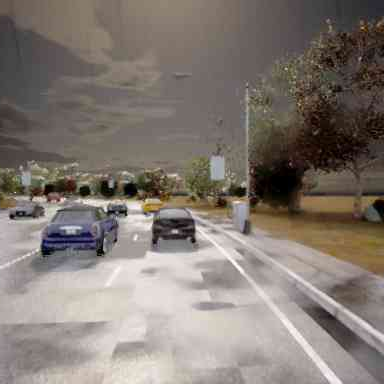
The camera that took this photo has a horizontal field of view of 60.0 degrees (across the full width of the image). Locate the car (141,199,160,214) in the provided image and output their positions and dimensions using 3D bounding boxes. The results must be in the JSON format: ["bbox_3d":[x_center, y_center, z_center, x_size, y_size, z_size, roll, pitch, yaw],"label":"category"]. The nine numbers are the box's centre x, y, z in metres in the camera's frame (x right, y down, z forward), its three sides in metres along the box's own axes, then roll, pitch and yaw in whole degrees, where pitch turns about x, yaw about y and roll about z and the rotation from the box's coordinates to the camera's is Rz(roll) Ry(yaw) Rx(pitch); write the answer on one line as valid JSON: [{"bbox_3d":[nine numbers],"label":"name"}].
[{"bbox_3d":[-4.092,1.403,33.989,1.882,1.535,5.008,0,0,-13],"label":"car"}]

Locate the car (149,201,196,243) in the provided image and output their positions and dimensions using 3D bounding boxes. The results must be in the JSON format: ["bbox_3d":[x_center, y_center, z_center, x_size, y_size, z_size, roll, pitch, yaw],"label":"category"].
[{"bbox_3d":[-0.953,1.441,15.892,1.882,1.535,5.008,0,0,-6],"label":"car"}]

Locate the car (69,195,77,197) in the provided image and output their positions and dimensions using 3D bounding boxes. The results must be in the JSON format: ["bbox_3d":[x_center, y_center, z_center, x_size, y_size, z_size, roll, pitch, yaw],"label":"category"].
[{"bbox_3d":[-24.250,1.384,67.694,1.994,1.385,4.181,0,0,-27],"label":"car"}]

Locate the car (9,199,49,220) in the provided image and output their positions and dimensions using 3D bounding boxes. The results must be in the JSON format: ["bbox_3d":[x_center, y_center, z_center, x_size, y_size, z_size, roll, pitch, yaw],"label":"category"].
[{"bbox_3d":[-13.662,1.512,27.716,1.994,1.385,4.181,0,0,-12],"label":"car"}]

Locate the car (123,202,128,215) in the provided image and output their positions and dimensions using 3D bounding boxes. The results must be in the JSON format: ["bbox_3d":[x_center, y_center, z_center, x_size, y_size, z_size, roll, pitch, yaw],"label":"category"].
[{"bbox_3d":[-7.214,1.533,32.054,1.895,1.301,4.718,0,0,-13],"label":"car"}]

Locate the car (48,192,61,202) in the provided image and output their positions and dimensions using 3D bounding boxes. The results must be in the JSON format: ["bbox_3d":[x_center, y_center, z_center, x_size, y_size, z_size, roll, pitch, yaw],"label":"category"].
[{"bbox_3d":[-27.662,1.057,66.668,2.150,2.045,5.566,0,0,-27],"label":"car"}]

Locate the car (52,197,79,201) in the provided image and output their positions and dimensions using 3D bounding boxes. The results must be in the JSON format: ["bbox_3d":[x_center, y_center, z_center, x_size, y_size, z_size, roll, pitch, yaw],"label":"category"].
[{"bbox_3d":[-10.328,1.433,28.888,2.128,1.511,4.902,0,0,-12],"label":"car"}]

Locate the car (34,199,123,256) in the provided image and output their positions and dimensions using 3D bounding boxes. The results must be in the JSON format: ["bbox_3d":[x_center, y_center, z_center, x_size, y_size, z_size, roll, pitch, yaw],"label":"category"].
[{"bbox_3d":[-4.194,1.327,13.154,2.097,1.767,4.553,0,0,-5],"label":"car"}]
